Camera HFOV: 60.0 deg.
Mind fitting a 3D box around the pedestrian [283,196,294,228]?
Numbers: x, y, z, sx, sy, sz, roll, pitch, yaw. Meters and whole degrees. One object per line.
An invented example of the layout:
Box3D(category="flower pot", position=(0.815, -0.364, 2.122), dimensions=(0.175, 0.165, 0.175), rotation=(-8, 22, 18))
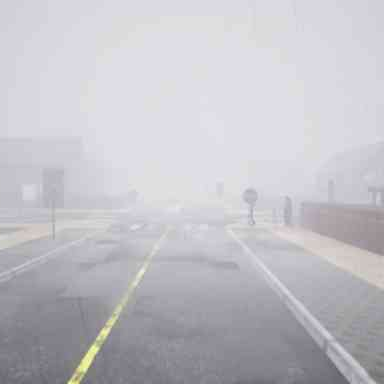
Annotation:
Box3D(category="pedestrian", position=(5.450, 1.054, 18.778), dimensions=(0.375, 1.860, 0.375), rotation=(-1, 1, 0))

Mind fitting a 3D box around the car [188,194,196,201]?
Box3D(category="car", position=(0.008, 1.251, 80.012), dimensions=(1.837, 1.490, 4.892), rotation=(0, 0, 0))

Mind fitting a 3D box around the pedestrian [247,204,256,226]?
Box3D(category="pedestrian", position=(3.454, 1.043, 19.378), dimensions=(0.375, 1.860, 0.375), rotation=(-1, 1, 0))

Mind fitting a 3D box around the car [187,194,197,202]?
Box3D(category="car", position=(0.008, 1.421, 70.004), dimensions=(1.994, 1.385, 4.181), rotation=(0, 0, 0))

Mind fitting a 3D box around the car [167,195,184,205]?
Box3D(category="car", position=(-2.809, 1.326, 52.316), dimensions=(2.128, 1.511, 4.902), rotation=(0, 0, 0))

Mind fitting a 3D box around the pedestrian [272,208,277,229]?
Box3D(category="pedestrian", position=(4.512, 1.419, 18.185), dimensions=(0.500, 1.100, 0.500), rotation=(-1, 1, 0))

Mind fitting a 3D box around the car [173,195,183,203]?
Box3D(category="car", position=(-2.744, 1.394, 67.804), dimensions=(1.812, 1.442, 4.674), rotation=(0, 0, 0))
